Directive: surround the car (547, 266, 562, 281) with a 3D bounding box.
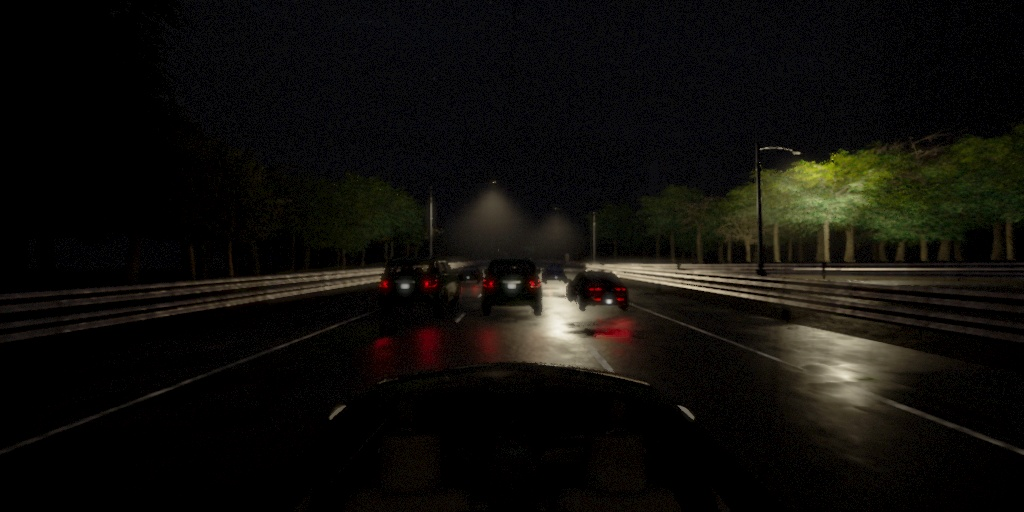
[{"bbox_3d":[3.526,1.547,30.743,1.812,1.442,4.674,0,0,0],"label":"car"}]

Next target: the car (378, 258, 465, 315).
[{"bbox_3d":[-3.487,1.098,14.432,2.150,2.045,5.566,0,0,0],"label":"car"}]

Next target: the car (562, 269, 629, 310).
[{"bbox_3d":[3.522,1.389,15.355,1.837,1.490,4.892,0,0,0],"label":"car"}]

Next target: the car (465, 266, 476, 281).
[{"bbox_3d":[-3.474,1.546,30.743,1.812,1.442,4.674,0,0,0],"label":"car"}]

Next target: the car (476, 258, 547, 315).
[{"bbox_3d":[0.013,1.098,14.465,2.150,2.045,5.566,0,0,0],"label":"car"}]
